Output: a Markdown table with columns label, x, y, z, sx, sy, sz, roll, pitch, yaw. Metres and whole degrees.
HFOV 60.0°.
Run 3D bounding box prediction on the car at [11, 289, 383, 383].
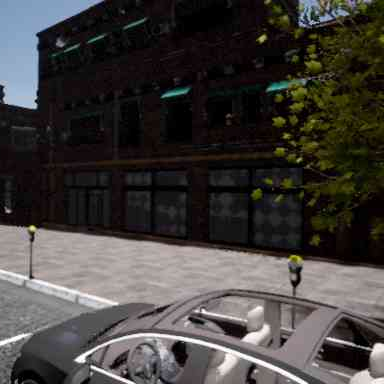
| label | x | y | z | sx | sy | sz | roll | pitch | yaw |
| --- | --- | --- | --- | --- | --- | --- | --- | --- | --- |
| car | 0.215 | 1.549 | 2.722 | 4.403 | 1.369 | 2.008 | 0 | 1 | 36 |
